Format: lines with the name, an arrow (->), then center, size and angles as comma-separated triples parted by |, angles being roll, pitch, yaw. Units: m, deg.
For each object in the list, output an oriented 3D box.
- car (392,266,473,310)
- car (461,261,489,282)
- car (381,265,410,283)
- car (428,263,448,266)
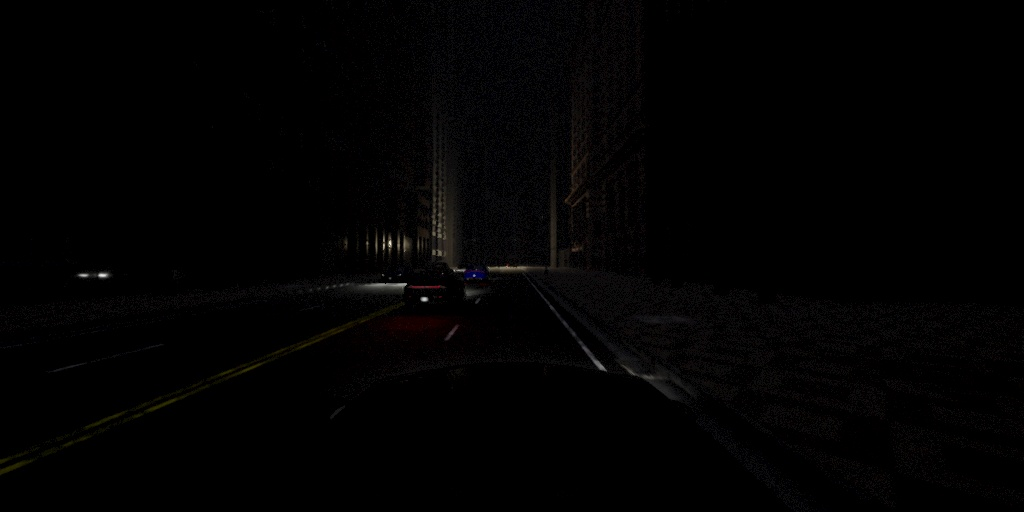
car -> -3.147, 1.364, 15.331 | 2.128, 1.511, 4.902 | 0, -1, 0
car -> -3.151, 1.510, 32.425 | 1.882, 1.535, 5.008 | 0, -1, 0
car -> -9.836, 1.548, 31.282 | 1.812, 1.442, 4.674 | 0, -1, 0
car -> -6.585, 1.375, 31.440 | 2.097, 1.767, 4.553 | 0, -1, 0
